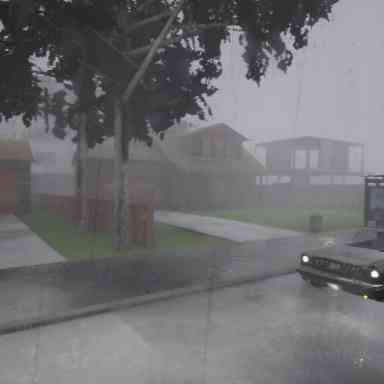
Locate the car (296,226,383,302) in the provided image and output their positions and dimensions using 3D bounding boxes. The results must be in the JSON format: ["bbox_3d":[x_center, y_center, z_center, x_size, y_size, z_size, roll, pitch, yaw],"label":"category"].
[{"bbox_3d":[4.578,1.495,7.596,4.718,1.301,1.895,0,1,-33],"label":"car"}]
